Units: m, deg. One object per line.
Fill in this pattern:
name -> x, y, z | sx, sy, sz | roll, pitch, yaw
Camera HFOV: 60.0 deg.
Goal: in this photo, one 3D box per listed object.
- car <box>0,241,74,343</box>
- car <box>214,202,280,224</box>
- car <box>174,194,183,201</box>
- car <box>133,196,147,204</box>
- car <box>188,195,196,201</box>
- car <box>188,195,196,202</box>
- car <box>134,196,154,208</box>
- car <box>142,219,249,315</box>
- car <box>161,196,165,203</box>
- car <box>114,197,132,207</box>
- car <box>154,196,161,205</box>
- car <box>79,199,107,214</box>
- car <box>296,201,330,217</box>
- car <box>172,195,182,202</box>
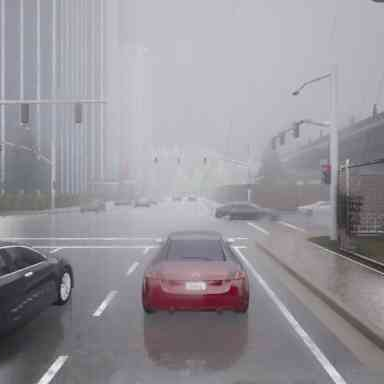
car -> -3.440, 1.505, 5.192 | 1.837, 1.490, 4.892 | 0, 0, 0
car -> 4.109, 1.534, 24.914 | 4.892, 1.490, 1.837 | 0, 2, 14
car -> -3.478, 1.386, 84.663 | 2.128, 1.511, 4.902 | 0, 0, 0
car -> -10.492, 1.498, 67.422 | 2.128, 1.511, 4.902 | 0, 0, 0
car -> 0.022, 1.478, 85.191 | 1.882, 1.535, 5.008 | 0, 0, 0
car -> 0.027, 1.478, 74.784 | 1.882, 1.535, 5.008 | 0, 0, 0
car -> -7.067, 1.526, 48.065 | 1.812, 1.442, 4.674 | 0, 0, 0
car -> 0.074, 1.564, 7.647 | 1.994, 1.385, 4.181 | 0, 0, 0
car -> -6.982, 1.524, 71.719 | 2.128, 1.511, 4.902 | 0, 0, 0
car -> -10.582, 1.547, 51.528 | 2.033, 1.411, 5.357 | 0, 0, 0
car -> -7.067, 1.600, 57.541 | 1.895, 1.301, 4.718 | 0, 0, 0
car -> -10.591, 1.532, 35.873 | 1.837, 1.490, 4.892 | 0, 0, 0
car -> 12.375, 1.581, 31.745 | 4.674, 1.442, 1.812 | 0, 0, -3
car -> -3.481, 1.495, 74.239 | 1.837, 1.490, 4.892 | 0, 0, 0
